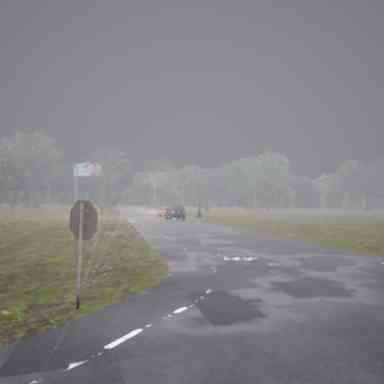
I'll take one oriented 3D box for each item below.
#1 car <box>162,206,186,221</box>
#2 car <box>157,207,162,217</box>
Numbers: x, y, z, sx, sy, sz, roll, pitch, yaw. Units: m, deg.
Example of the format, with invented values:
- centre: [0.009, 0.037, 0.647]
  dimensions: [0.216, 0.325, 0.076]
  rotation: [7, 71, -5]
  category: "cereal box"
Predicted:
- centre: [-2.398, 2.990, 47.495]
  dimensions: [2.150, 2.045, 5.566]
  rotation: [2, -2, -13]
  category: "car"
- centre: [-4.813, 3.432, 57.558]
  dimensions: [2.097, 1.767, 4.553]
  rotation: [2, -2, -13]
  category: "car"
